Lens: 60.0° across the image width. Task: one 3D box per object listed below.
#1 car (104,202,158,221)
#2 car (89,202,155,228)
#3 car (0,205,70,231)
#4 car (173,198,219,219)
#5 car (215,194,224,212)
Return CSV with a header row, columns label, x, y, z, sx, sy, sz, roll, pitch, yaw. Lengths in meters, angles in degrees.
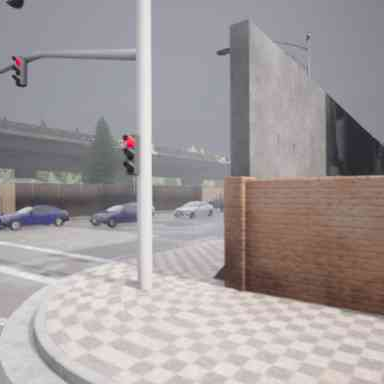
label,x,y,z,sx,sy,sz,roll,pitch,yaw
car,-5.178,1.623,28.848,1.812,1.442,4.674,-1,0,36
car,-4.901,1.597,23.195,1.812,1.442,4.674,-1,0,35
car,-10.322,1.623,21.719,1.812,1.442,4.674,-1,0,37
car,0.254,1.598,30.395,1.812,1.442,4.674,-1,0,36
car,3.999,1.320,41.615,2.150,2.045,5.566,-1,-1,36
